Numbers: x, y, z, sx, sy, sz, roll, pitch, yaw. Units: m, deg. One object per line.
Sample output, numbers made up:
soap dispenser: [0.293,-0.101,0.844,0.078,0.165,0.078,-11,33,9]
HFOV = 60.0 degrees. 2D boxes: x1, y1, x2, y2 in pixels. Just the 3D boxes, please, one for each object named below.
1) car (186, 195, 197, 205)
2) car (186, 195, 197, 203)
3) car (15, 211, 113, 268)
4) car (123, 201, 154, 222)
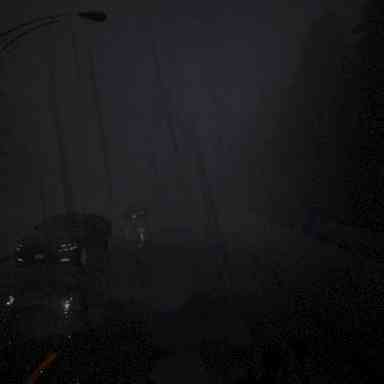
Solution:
car: [-0.106,1.467,57.663,2.033,1.411,5.357,0,0,0]
car: [-0.125,1.388,68.079,2.128,1.511,4.902,0,0,0]
car: [-4.116,1.464,11.459,1.882,1.535,5.008,0,0,0]
car: [-4.085,1.458,25.996,2.128,1.511,4.902,0,0,0]
